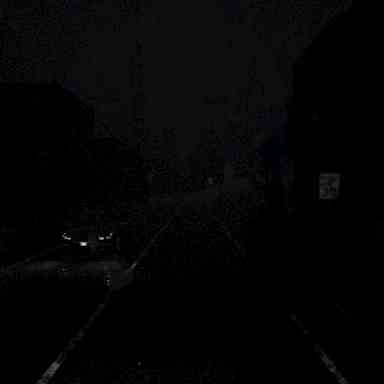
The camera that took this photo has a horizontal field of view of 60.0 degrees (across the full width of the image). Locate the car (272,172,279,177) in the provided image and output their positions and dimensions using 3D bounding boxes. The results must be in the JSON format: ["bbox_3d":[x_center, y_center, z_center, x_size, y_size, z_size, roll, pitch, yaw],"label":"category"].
[{"bbox_3d":[22.868,-4.475,85.058,2.097,1.535,5.008,0,2,-3],"label":"car"}]

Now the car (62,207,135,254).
[{"bbox_3d":[-3.441,1.388,13.020,1.837,1.490,4.892,0,1,0],"label":"car"}]

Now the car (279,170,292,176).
[{"bbox_3d":[23.309,-4.453,79.550,2.185,1.767,4.553,0,2,-5],"label":"car"}]

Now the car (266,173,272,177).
[{"bbox_3d":[22.543,-4.584,90.596,2.002,1.452,4.674,0,2,-2],"label":"car"}]
